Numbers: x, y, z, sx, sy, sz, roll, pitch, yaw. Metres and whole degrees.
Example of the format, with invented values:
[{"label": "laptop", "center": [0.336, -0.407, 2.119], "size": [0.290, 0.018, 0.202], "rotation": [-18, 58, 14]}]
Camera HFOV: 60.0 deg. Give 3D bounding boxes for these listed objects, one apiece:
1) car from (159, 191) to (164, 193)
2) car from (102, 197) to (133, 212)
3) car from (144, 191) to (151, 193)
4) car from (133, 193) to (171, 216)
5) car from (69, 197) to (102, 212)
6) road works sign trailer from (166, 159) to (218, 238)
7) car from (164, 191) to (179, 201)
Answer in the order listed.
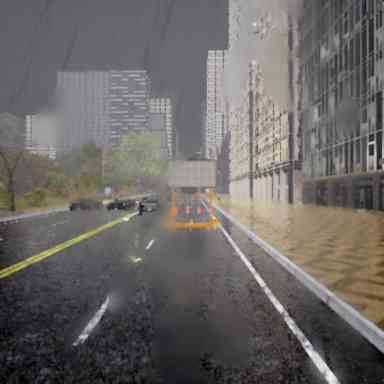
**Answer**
[{"label": "car", "center": [-6.511, 0.553, 73.417], "size": [1.812, 1.442, 4.674], "rotation": [0, 1, 0]}, {"label": "car", "center": [-6.599, 1.136, 31.116], "size": [1.895, 1.301, 4.718], "rotation": [0, 1, 0]}, {"label": "car", "center": [-9.761, 0.553, 73.416], "size": [1.812, 1.442, 4.674], "rotation": [0, 1, 0]}, {"label": "car", "center": [-3.155, 1.076, 27.178], "size": [2.128, 1.511, 4.902], "rotation": [0, 1, 0]}, {"label": "car", "center": [-9.849, 1.136, 31.116], "size": [1.895, 1.301, 4.718], "rotation": [0, 1, 0]}, {"label": "road works sign trailer", "center": [0.002, 0.210, 15.909], "size": [2.380, 3.560, 2.880], "rotation": [0, 1, 0]}, {"label": "car", "center": [-3.158, 0.772, 54.603], "size": [1.812, 1.442, 4.674], "rotation": [0, 0, 0]}]
